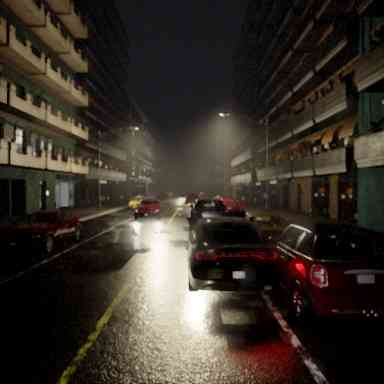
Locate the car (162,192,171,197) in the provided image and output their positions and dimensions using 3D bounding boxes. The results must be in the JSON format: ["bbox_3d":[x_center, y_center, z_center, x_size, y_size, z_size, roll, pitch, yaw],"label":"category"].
[{"bbox_3d":[-5.585,0.692,63.738,1.967,1.590,4.097,0,1,0],"label":"car"}]

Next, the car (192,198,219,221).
[{"bbox_3d":[0.877,1.214,24.711,1.812,1.442,4.674,0,1,0],"label":"car"}]

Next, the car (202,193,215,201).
[{"bbox_3d":[2.786,0.861,58.040,2.008,1.369,4.403,0,1,0],"label":"car"}]

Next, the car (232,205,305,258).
[{"bbox_3d":[2.709,1.360,12.918,1.752,1.417,4.829,0,1,0],"label":"car"}]

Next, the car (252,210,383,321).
[{"bbox_3d":[2.699,1.347,7.085,1.967,1.590,4.097,0,1,0],"label":"car"}]

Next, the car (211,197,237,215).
[{"bbox_3d":[2.738,1.171,29.737,1.887,1.381,4.507,0,1,0],"label":"car"}]

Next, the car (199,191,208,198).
[{"bbox_3d":[2.824,0.523,80.685,1.967,1.590,4.097,0,1,0],"label":"car"}]

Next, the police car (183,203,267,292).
[{"bbox_3d":[0.814,1.311,8.805,1.930,1.638,5.238,0,1,-1],"label":"police car"}]

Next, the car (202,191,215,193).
[{"bbox_3d":[2.775,0.685,52.375,2.192,1.841,5.009,0,1,0],"label":"car"}]

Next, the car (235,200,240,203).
[{"bbox_3d":[2.728,1.241,24.072,1.887,1.381,4.507,0,1,0],"label":"car"}]

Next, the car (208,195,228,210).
[{"bbox_3d":[2.747,1.082,35.565,1.752,1.417,4.829,0,1,0],"label":"car"}]

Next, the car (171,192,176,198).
[{"bbox_3d":[-5.556,0.610,80.555,1.752,1.417,4.829,0,1,0],"label":"car"}]

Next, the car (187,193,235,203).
[{"bbox_3d":[0.930,1.114,18.683,2.097,1.767,4.553,0,1,0],"label":"car"}]

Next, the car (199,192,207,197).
[{"bbox_3d":[2.834,0.596,86.345,1.947,1.339,4.313,0,1,0],"label":"car"}]

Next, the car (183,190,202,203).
[{"bbox_3d":[0.109,0.921,45.524,1.882,1.535,5.008,0,1,1],"label":"car"}]

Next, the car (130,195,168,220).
[{"bbox_3d":[-3.059,1.216,24.564,1.812,1.442,4.674,0,1,0],"label":"car"}]

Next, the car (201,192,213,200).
[{"bbox_3d":[2.796,0.802,63.701,2.008,1.369,4.403,0,1,0],"label":"car"}]

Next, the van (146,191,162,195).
[{"bbox_3d":[-5.615,0.772,46.753,1.690,1.788,3.998,0,1,0],"label":"van"}]

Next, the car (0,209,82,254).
[{"bbox_3d":[-5.672,1.382,12.785,1.887,1.381,4.507,0,1,0],"label":"car"}]

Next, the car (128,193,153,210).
[{"bbox_3d":[-5.633,1.086,35.262,1.752,1.417,4.829,0,1,0],"label":"car"}]
